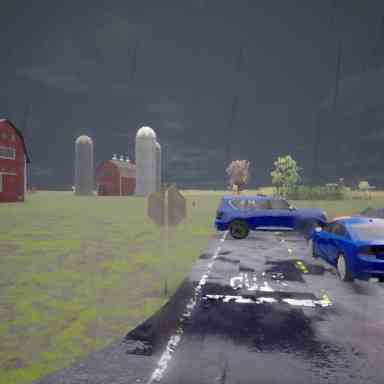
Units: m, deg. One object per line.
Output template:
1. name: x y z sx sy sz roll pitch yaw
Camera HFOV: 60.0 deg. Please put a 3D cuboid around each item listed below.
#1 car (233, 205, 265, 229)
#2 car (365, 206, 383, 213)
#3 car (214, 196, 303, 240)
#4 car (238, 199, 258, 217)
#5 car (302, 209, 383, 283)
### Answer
1. car: 3.863 1.601 22.685 1.895 1.301 4.718 0 0 9
2. car: 8.260 1.369 14.438 2.097 1.767 4.553 0 0 -29
3. car: 3.889 1.219 16.459 5.566 2.045 2.150 0 0 8
4. car: 5.528 1.502 32.991 1.837 1.490 4.892 0 0 9
5. car: 4.797 1.480 9.578 1.882 1.535 5.008 0 0 6
